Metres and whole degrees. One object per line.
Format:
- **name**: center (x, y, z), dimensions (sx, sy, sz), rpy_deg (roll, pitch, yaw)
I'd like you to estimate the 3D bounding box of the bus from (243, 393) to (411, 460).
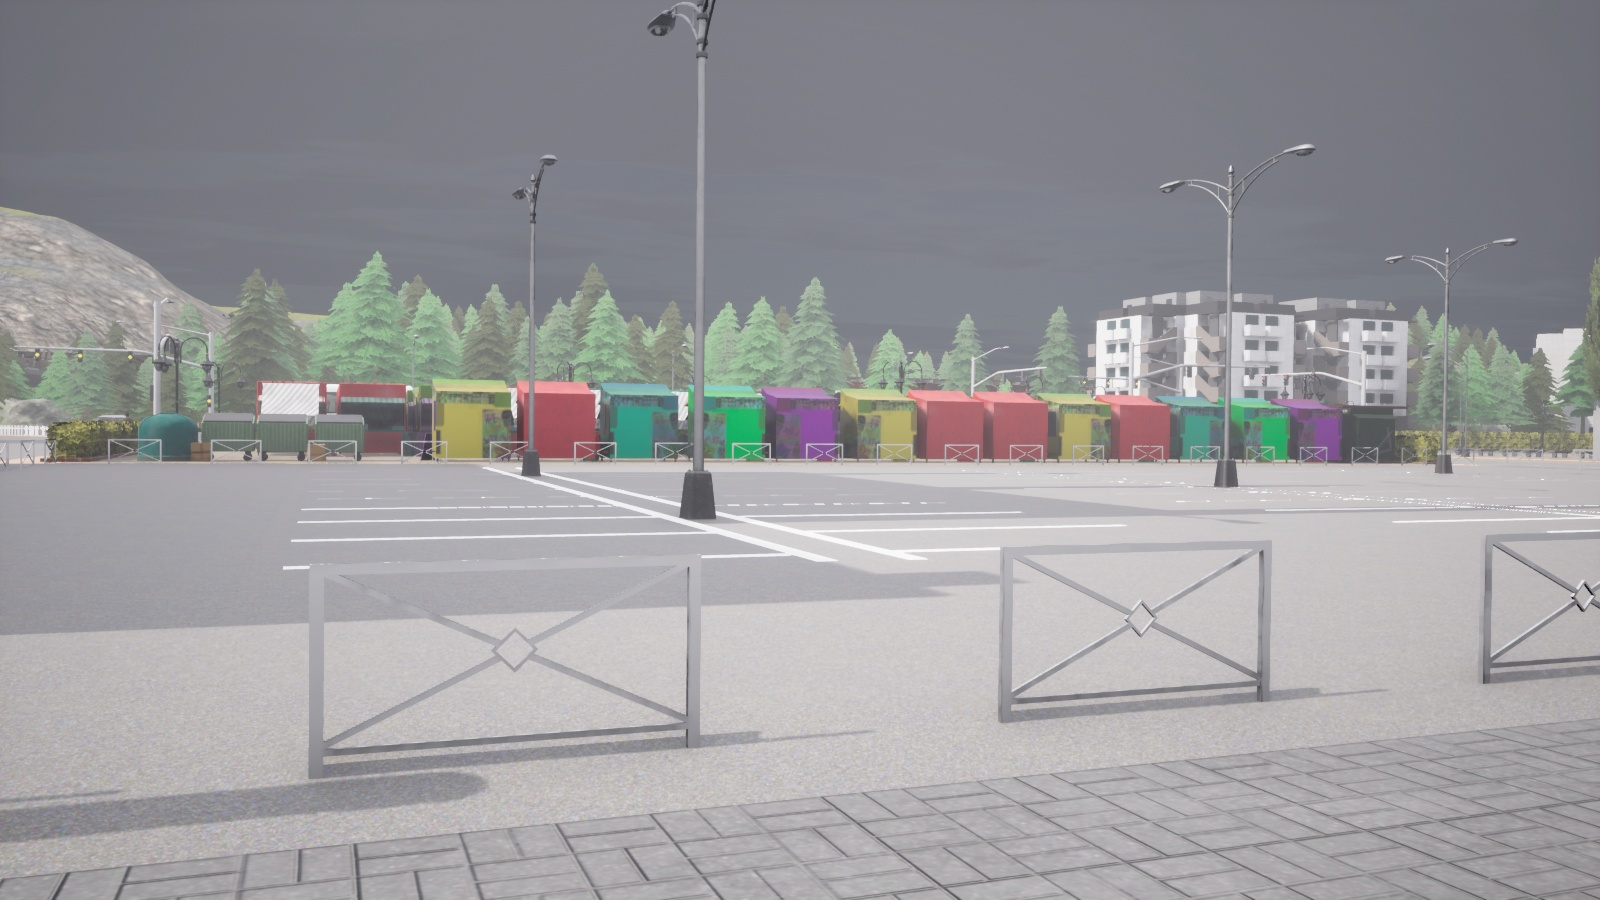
- **bus**: center (-31.636, -1.609, 84.335), dimensions (10.273, 4.253, 3.944), rpy_deg (-1, 1, -21)
